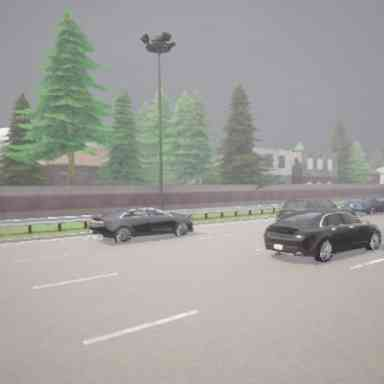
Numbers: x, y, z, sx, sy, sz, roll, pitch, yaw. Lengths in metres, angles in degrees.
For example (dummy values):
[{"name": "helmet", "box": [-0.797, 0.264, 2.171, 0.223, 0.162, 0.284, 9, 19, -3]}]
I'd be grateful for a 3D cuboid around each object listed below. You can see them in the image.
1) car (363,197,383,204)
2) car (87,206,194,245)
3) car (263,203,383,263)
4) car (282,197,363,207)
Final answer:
[{"name": "car", "box": [14.179, 1.079, 26.766, 5.357, 1.411, 2.033, -1, 1, -36]}, {"name": "car", "box": [-2.197, 1.373, 15.079, 4.902, 1.511, 2.128, -1, 1, -36]}, {"name": "car", "box": [4.525, 1.330, 11.276, 4.892, 1.490, 1.837, -2, 1, -36]}, {"name": "car", "box": [6.322, 1.094, 16.858, 4.553, 1.767, 2.097, -1, 1, -36]}]
